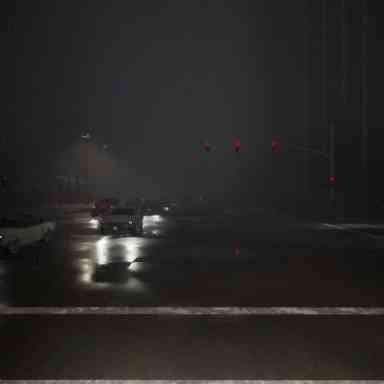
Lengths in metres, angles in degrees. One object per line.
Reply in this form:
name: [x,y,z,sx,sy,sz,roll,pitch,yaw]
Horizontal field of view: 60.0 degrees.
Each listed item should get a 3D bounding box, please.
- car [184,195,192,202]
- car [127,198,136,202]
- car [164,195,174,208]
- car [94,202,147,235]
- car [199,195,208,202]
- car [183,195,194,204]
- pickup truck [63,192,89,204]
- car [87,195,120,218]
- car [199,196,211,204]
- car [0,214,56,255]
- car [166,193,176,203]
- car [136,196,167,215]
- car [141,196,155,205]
car: [-0.944,1.474,75.417,1.882,1.535,5.008,0,0,-1]
car: [-7.743,1.545,44.950,2.033,1.411,5.357,0,0,-1]
car: [-4.278,1.545,49.382,2.033,1.411,5.357,0,0,0]
car: [-3.874,1.524,18.875,1.812,1.442,4.674,0,0,-1]
car: [2.559,1.520,75.212,1.812,1.442,4.674,0,0,-1]
car: [-0.746,1.348,65.413,2.097,1.767,4.553,0,0,-1]
pickup truck: [-20.915,1.055,60.050,2.390,2.098,6.274,0,0,30]
car: [-7.571,1.350,30.026,2.097,1.767,4.553,0,0,-1]
car: [2.760,1.488,64.828,2.128,1.511,4.902,0,0,-1]
car: [-7.272,1.600,13.368,1.895,1.301,4.718,0,0,-1]
car: [-4.372,1.212,67.795,2.150,2.045,5.566,0,0,0]
car: [-4.135,1.489,34.384,2.128,1.511,4.902,0,0,-1]
car: [-7.855,1.474,59.515,1.882,1.535,5.008,0,0,0]
